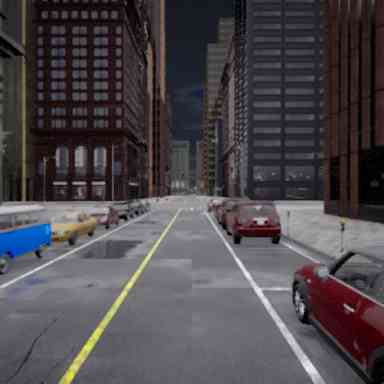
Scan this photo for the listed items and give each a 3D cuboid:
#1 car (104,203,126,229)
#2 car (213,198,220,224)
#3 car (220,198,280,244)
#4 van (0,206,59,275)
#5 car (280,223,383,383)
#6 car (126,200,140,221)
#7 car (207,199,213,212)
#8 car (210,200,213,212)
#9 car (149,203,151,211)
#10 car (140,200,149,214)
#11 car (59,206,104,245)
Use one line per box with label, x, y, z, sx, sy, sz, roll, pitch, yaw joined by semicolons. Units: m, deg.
car;-5.768;1.582;21.378;1.802;1.307;4.206;0;0;0
car;2.755;1.314;21.382;2.192;1.841;5.009;0;0;0
car;2.756;1.313;15.745;2.192;1.841;5.009;0;0;0
van;-5.768;1.340;10.105;1.690;1.788;3.998;0;0;0
car;2.759;1.438;4.474;1.967;1.590;4.097;0;0;0
car;-5.770;1.568;27.014;1.947;1.339;4.313;0;0;0
car;2.753;1.446;38.290;1.967;1.590;4.097;0;0;0
car;2.755;1.566;27.018;1.947;1.339;4.313;0;0;0
car;-5.772;1.558;38.287;2.008;1.369;4.403;0;0;0
car;-5.770;1.570;32.651;1.947;1.339;4.313;0;0;0
car;-5.768;1.525;15.571;1.752;1.417;4.829;0;0;0
